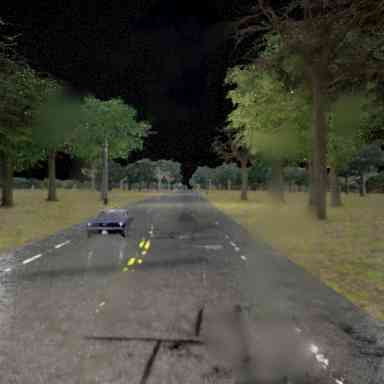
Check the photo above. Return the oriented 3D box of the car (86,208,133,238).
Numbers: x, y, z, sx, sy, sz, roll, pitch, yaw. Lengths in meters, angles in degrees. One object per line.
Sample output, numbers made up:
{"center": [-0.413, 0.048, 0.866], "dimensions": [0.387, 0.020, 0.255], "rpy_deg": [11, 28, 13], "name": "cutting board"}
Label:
{"center": [-4.214, 1.559, 17.557], "dimensions": [1.895, 1.301, 4.718], "rpy_deg": [0, 0, -5], "name": "car"}
